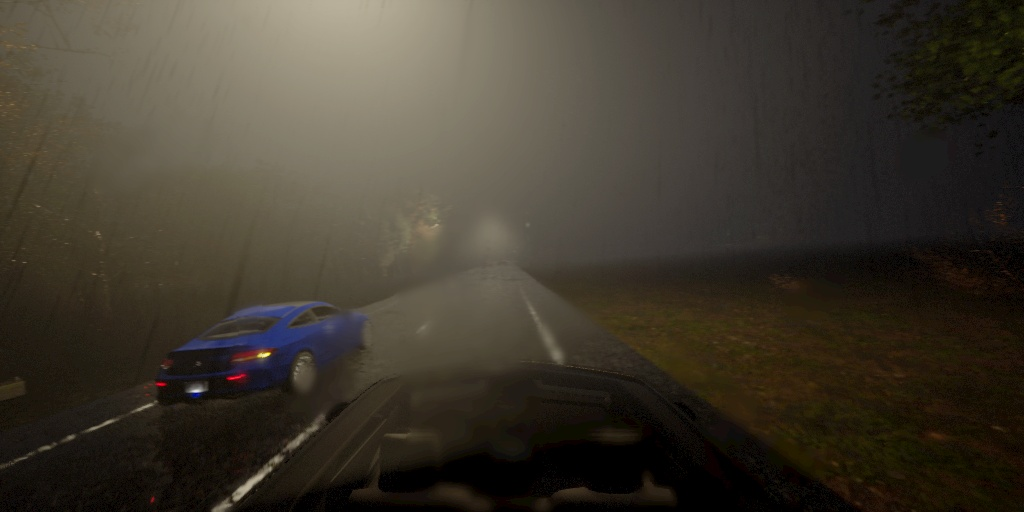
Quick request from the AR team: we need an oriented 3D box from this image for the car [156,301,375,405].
[{"bbox_3d":[-4.400,1.646,7.231,1.812,1.442,4.674,-5,0,-1],"label":"car"}]
